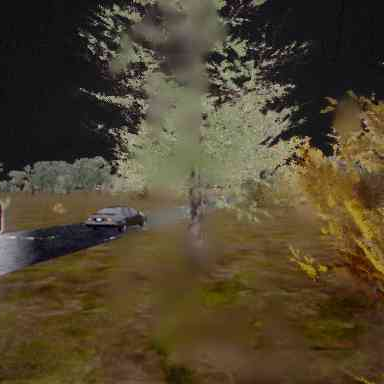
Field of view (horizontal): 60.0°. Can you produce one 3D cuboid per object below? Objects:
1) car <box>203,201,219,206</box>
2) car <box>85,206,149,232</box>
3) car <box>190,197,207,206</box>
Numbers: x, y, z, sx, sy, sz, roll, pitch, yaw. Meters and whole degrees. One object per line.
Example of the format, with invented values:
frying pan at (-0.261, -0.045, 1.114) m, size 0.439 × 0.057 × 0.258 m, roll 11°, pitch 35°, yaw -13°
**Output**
car at (3.757, 1.448, 53.110) m, size 2.128 × 1.511 × 4.902 m, roll 0°, pitch 0°, yaw 15°
car at (-4.420, 1.549, 20.435) m, size 2.033 × 1.411 × 5.357 m, roll 0°, pitch 0°, yaw 14°
car at (1.167, 1.553, 55.287) m, size 1.895 × 1.301 × 4.718 m, roll 0°, pitch 0°, yaw 14°
